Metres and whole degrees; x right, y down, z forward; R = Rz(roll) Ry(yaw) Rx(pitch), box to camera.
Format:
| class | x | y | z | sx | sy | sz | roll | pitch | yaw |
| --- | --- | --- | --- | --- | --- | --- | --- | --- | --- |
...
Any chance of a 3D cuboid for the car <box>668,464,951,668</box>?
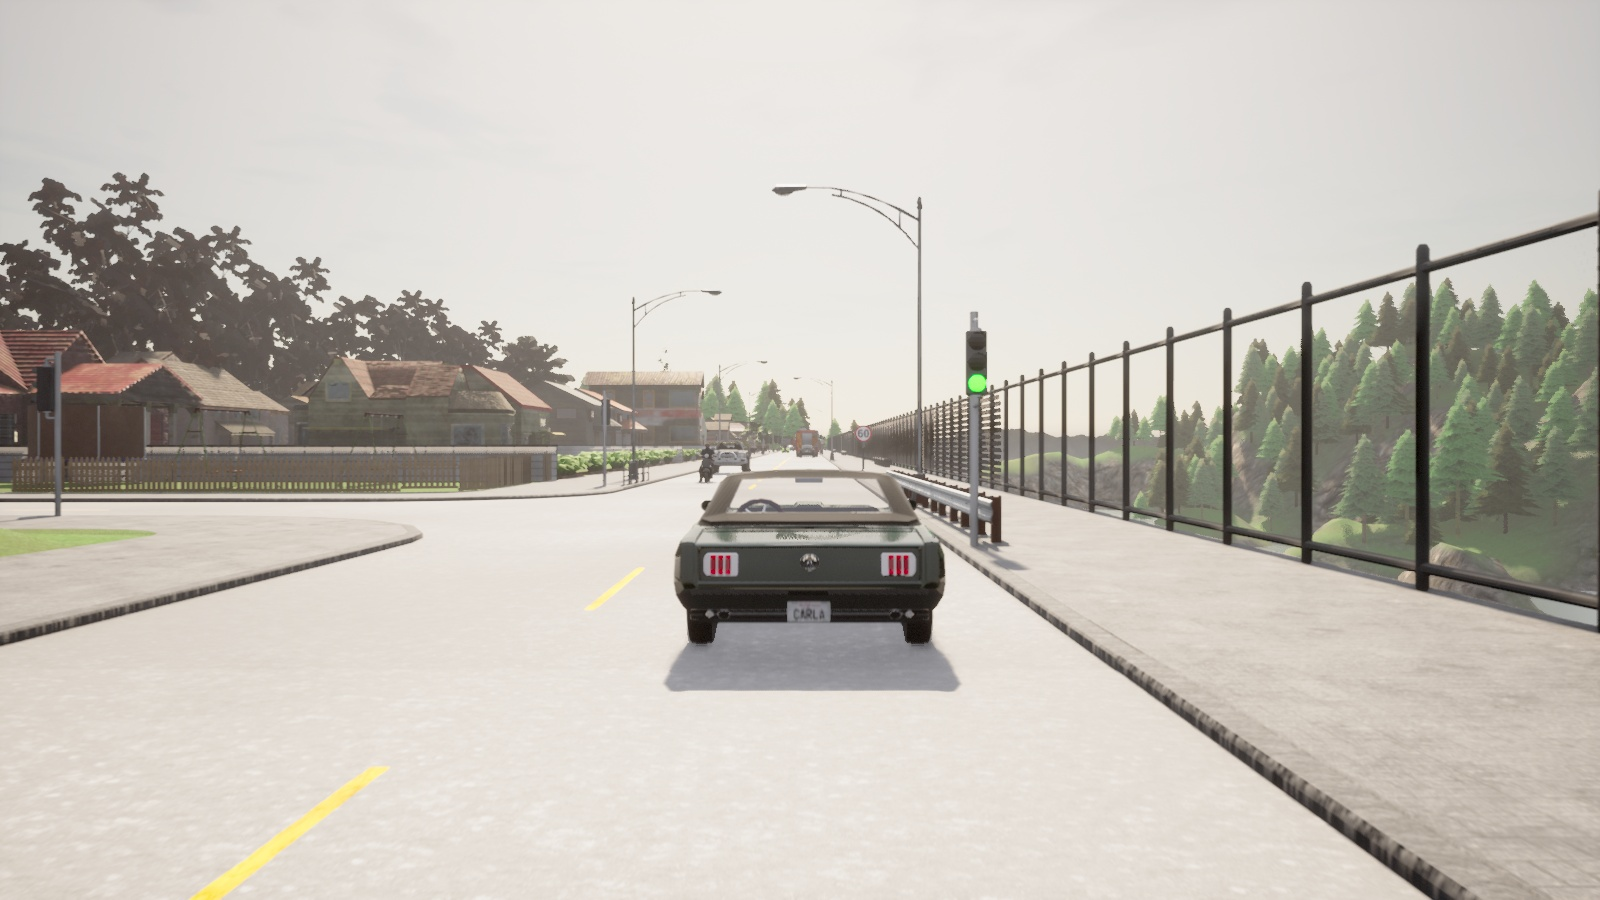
| class | x | y | z | sx | sy | sz | roll | pitch | yaw |
| --- | --- | --- | --- | --- | --- | --- | --- | --- | --- |
| car | 0.077 | 0.804 | 10.790 | 1.895 | 1.301 | 4.718 | 0 | 0 | 0 |

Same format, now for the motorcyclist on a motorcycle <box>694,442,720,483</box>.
| class | x | y | z | sx | sy | sz | roll | pitch | yaw |
| --- | --- | --- | --- | --- | --- | --- | --- | --- | --- |
| motorcyclist on a motorcycle | -3.696 | 0.497 | 50.086 | 0.866 | 1.590 | 1.817 | 0 | 0 | 0 |

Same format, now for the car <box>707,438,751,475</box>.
| class | x | y | z | sx | sy | sz | roll | pitch | yaw |
| --- | --- | --- | --- | --- | --- | --- | --- | --- | --- |
| car | -3.610 | 0.302 | 64.523 | 1.932 | 1.855 | 4.605 | 0 | 0 | 0 |
